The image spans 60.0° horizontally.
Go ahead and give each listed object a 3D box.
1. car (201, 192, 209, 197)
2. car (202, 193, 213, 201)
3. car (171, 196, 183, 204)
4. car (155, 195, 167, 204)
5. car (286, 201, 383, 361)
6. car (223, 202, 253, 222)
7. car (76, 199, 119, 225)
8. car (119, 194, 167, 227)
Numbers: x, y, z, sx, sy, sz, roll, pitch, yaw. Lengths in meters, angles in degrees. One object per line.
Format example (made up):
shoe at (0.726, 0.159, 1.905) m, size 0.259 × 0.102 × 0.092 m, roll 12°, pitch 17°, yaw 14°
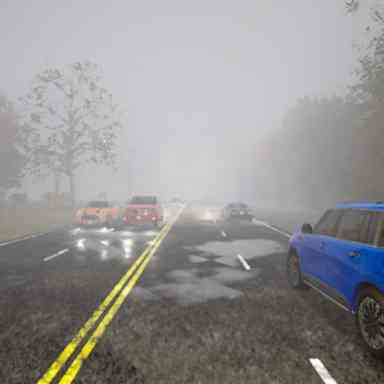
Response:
car at (4.245, 1.513, 92.705) m, size 1.895 × 1.301 × 4.718 m, roll 1°, pitch 1°, yaw 1°
car at (4.053, 1.481, 81.691) m, size 1.994 × 1.385 × 4.181 m, roll 0°, pitch -1°, yaw 1°
car at (-2.772, 1.520, 63.212) m, size 1.994 × 1.385 × 4.181 m, roll 0°, pitch 0°, yaw 1°
car at (-5.988, 1.457, 65.029) m, size 1.837 × 1.490 × 4.892 m, roll 0°, pitch 0°, yaw 1°
car at (3.398, 1.185, 5.880) m, size 2.150 × 2.045 × 5.566 m, roll 1°, pitch -1°, yaw 0°
car at (3.490, 1.486, 25.901) m, size 2.033 × 1.411 × 5.357 m, roll 1°, pitch 1°, yaw 0°
car at (-6.504, 1.338, 23.483) m, size 2.097 × 1.767 × 4.553 m, roll 0°, pitch 0°, yaw 0°
car at (-3.249, 1.205, 23.204) m, size 2.150 × 2.045 × 5.566 m, roll 0°, pitch 0°, yaw 1°
